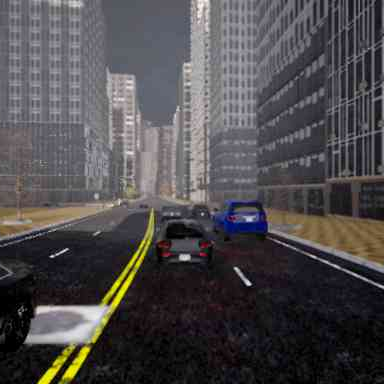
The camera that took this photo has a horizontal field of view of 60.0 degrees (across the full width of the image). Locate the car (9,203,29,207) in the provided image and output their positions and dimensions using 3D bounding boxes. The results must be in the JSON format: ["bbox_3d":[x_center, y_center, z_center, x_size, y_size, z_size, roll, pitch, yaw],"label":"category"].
[{"bbox_3d":[-34.753,2.380,66.716,4.206,1.307,1.802,0,0,-5],"label":"car"}]

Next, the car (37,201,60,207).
[{"bbox_3d":[-29.090,2.407,67.224,4.313,1.339,1.947,0,0,-5],"label":"car"}]

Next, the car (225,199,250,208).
[{"bbox_3d":[9.649,2.443,71.085,5.009,1.841,2.192,0,0,-5],"label":"car"}]

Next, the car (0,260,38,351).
[{"bbox_3d":[-3.415,1.547,3.521,2.128,1.511,4.902,0,-1,-1],"label":"car"}]

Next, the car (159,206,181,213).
[{"bbox_3d":[-1.963,1.968,30.490,2.033,1.411,5.357,0,-1,-6],"label":"car"}]

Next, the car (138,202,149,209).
[{"bbox_3d":[-8.721,2.424,60.422,1.895,1.301,4.718,0,-1,-6],"label":"car"}]

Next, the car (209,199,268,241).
[{"bbox_3d":[2.514,1.469,18.494,2.150,2.045,5.566,0,-1,-5],"label":"car"}]

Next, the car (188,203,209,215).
[{"bbox_3d":[0.771,1.980,35.246,1.837,1.490,4.892,0,-1,-6],"label":"car"}]

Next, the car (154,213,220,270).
[{"bbox_3d":[-0.315,1.687,11.600,1.812,1.442,4.674,0,-1,-3],"label":"car"}]

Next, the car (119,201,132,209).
[{"bbox_3d":[-11.909,2.332,59.649,1.837,1.490,4.892,0,-1,-6],"label":"car"}]

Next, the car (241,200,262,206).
[{"bbox_3d":[14.288,2.671,79.949,4.829,1.417,1.752,0,0,-5],"label":"car"}]
